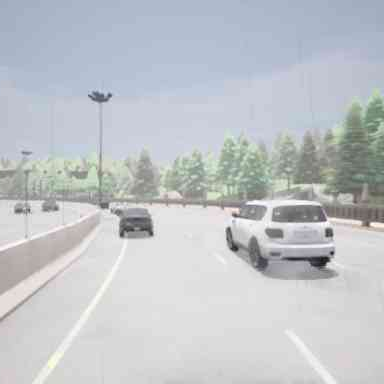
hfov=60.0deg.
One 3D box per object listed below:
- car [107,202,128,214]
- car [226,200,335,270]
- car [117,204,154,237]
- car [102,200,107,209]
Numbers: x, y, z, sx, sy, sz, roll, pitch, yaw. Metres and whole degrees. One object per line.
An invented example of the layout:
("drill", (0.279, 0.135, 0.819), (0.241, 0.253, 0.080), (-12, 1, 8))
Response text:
("car", (-8.551, 1.938, 39.997), (1.895, 1.301, 4.718), (0, 0, -24))
("car", (2.750, 1.299, 11.597), (2.150, 2.045, 5.566), (0, 0, -6))
("car", (-3.284, 1.667, 19.434), (1.837, 1.490, 4.892), (0, 0, -12))
("car", (-14.243, 1.924, 51.445), (1.882, 1.535, 5.008), (0, -1, -32))
